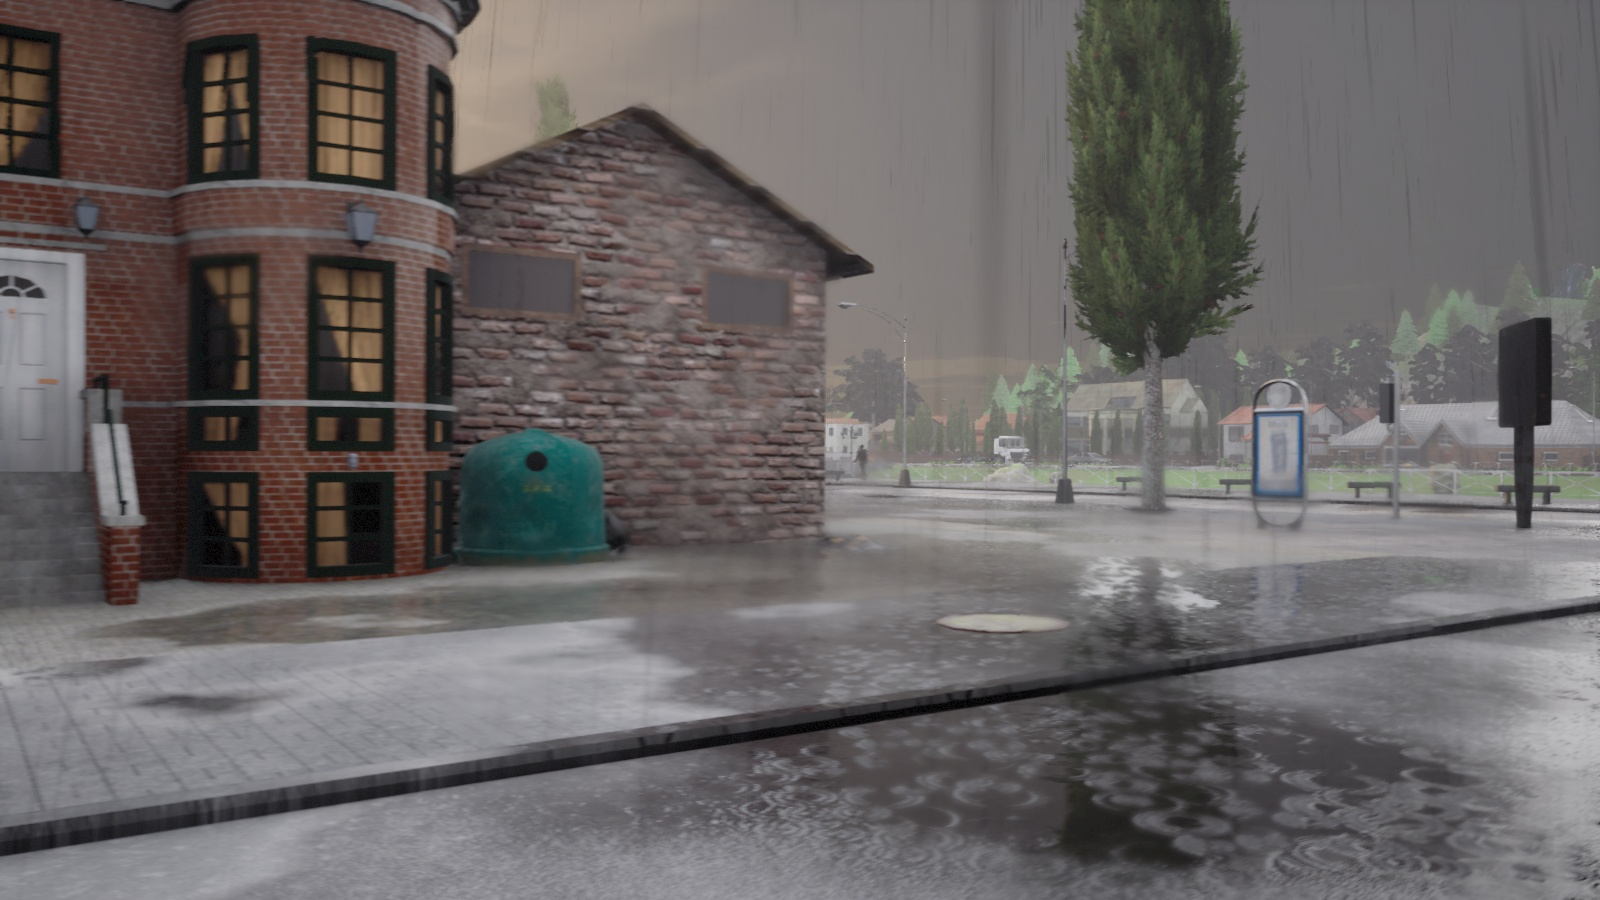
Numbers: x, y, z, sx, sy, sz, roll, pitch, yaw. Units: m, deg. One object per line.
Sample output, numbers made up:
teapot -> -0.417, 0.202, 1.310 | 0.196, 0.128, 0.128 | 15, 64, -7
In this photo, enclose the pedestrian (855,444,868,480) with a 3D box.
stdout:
pedestrian -> 3.111, 0.603, 63.209 | 0.431, 1.840, 0.703 | 0, 0, -20
